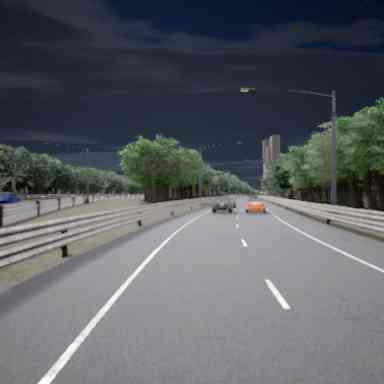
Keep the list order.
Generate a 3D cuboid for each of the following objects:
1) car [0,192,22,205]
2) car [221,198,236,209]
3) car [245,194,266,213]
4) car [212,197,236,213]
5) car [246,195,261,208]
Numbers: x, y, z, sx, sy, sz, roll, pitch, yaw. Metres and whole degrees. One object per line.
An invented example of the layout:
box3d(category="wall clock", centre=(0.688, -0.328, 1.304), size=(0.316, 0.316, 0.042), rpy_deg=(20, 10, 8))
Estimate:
box3d(category="car", centre=(-26.526, 1.094, 48.117), size=(2.150, 2.045, 5.566), rpy_deg=(0, 0, -10))
box3d(category="car", centre=(5.384, 1.604, 48.444), size=(1.994, 1.385, 4.181), rpy_deg=(0, 0, 10))
box3d(category="car", centre=(7.010, 1.384, 36.976), size=(2.097, 1.767, 4.553), rpy_deg=(0, 0, 9))
box3d(category="car", centre=(3.423, 1.372, 36.731), size=(2.097, 1.767, 4.553), rpy_deg=(0, 0, 9))
box3d(category="car", centre=(8.921, 1.401, 48.402), size=(2.097, 1.767, 4.553), rpy_deg=(0, 0, 10))
